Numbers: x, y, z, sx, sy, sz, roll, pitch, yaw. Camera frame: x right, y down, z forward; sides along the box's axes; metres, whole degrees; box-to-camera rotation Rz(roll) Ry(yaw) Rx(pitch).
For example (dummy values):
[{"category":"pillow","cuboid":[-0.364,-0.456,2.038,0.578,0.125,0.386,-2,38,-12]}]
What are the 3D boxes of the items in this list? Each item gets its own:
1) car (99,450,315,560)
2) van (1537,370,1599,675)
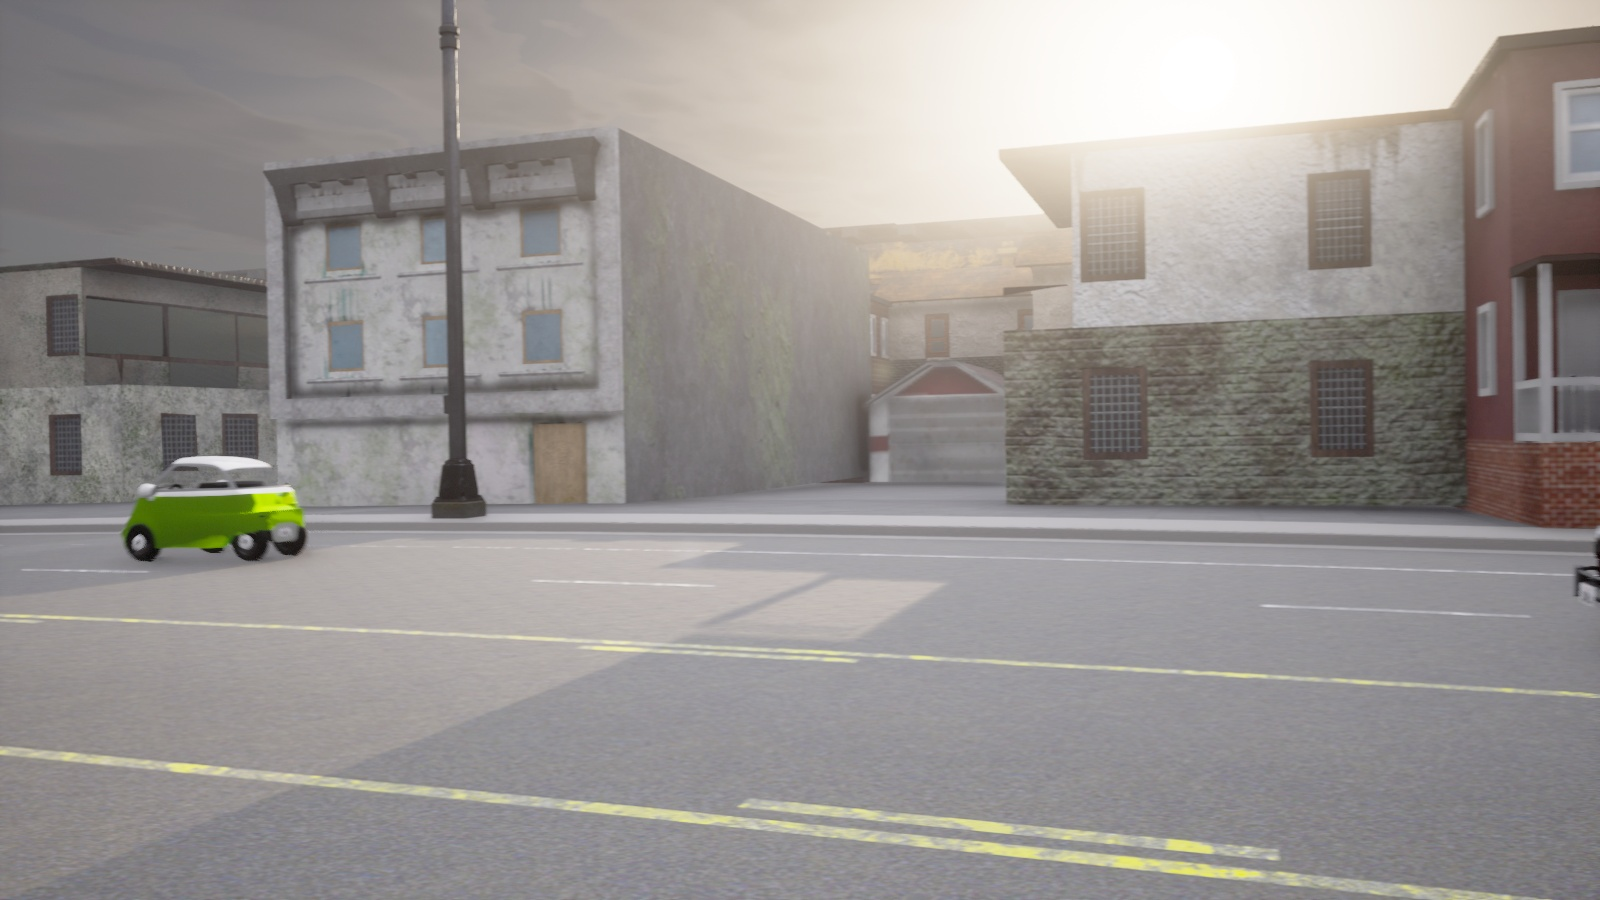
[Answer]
[{"category":"car","cuboid":[-7.974,0.704,16.957,2.207,1.376,1.481,0,1,19]},{"category":"van","cuboid":[7.515,0.499,8.081,4.442,1.987,1.775,1,1,17]}]
